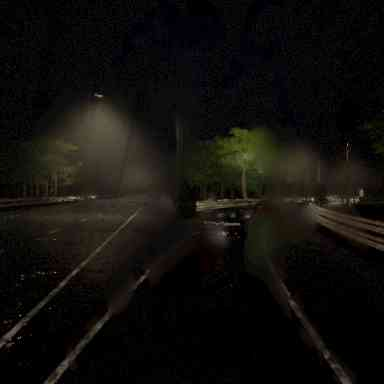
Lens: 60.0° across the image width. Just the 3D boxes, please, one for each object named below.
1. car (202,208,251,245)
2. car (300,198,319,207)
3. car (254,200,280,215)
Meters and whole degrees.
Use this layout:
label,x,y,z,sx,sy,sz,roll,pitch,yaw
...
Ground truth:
label,x,y,z,sx,sy,sz,roll,pitch,yaw
car,1.666,1.504,15.618,2.128,1.511,4.902,0,0,11
car,18.367,1.649,51.942,1.994,1.385,4.181,0,0,37
car,7.843,1.539,34.684,1.882,1.535,5.008,0,0,25
